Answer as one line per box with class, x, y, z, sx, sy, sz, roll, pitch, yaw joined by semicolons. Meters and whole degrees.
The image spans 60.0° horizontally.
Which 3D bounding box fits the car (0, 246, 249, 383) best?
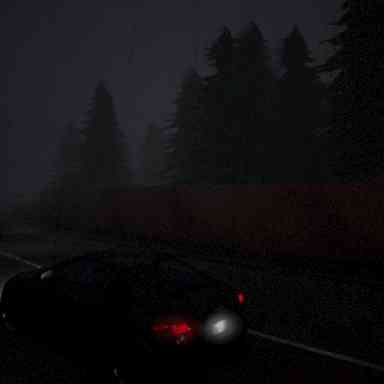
car;-1.244;1.574;5.199;4.181;1.385;1.994;0;0;38
